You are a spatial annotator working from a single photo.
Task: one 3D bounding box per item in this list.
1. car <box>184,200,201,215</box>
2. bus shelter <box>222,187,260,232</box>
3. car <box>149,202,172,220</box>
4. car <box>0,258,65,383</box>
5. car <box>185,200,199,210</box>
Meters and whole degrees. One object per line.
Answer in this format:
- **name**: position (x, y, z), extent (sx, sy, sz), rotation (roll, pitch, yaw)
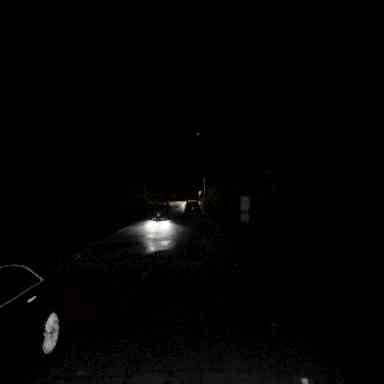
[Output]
- **car**: position (0.061, 1.812, 38.094), extent (2.033, 1.411, 5.357), rotation (0, 0, -1)
- **bus shelter**: position (3.148, 1.039, 22.214), extent (1.920, 2.740, 3.880), rotation (1, 1, 0)
- **car**: position (-2.847, 1.711, 30.795), extent (2.128, 1.511, 4.902), rotation (0, 0, 0)
- **car**: position (-2.836, 1.531, 3.186), extent (1.837, 1.490, 4.892), rotation (0, -1, 0)
- **car**: position (0.005, 1.943, 50.704), extent (1.895, 1.301, 4.718), rotation (0, 0, 0)
